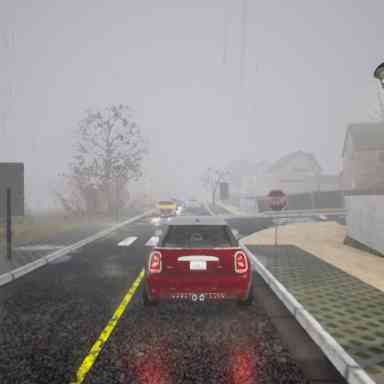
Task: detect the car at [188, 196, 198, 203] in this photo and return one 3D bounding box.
[{"bbox_3d":[0.166,1.580,68.768,1.994,1.385,4.181,0,0,1],"label":"car"}]

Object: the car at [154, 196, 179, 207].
[{"bbox_3d":[-2.504,1.472,31.441,1.882,1.535,5.008,0,0,-6],"label":"car"}]

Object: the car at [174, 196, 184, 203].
[{"bbox_3d":[-2.626,1.542,68.832,1.812,1.442,4.674,0,0,0],"label":"car"}]

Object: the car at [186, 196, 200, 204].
[{"bbox_3d":[0.183,1.524,43.878,1.812,1.442,4.674,0,0,0],"label":"car"}]

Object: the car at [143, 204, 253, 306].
[{"bbox_3d":[0.115,1.349,8.158,2.097,1.767,4.553,0,0,0],"label":"car"}]

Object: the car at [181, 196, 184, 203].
[{"bbox_3d":[-2.726,1.605,53.594,1.895,1.301,4.718,0,0,0],"label":"car"}]

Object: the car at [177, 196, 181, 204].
[{"bbox_3d":[-2.756,1.524,43.042,1.812,1.442,4.674,0,0,0],"label":"car"}]
